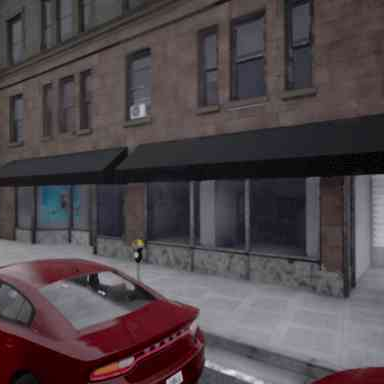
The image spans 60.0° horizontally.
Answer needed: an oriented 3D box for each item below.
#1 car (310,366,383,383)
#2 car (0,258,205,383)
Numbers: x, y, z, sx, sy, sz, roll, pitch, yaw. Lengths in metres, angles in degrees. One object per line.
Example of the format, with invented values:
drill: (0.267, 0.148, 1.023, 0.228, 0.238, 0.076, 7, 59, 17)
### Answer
car: (2.496, 1.544, 1.072, 4.507, 1.381, 1.887, 0, 0, 36)
car: (-1.967, 1.546, 4.271, 4.507, 1.381, 1.887, 0, 0, 36)
